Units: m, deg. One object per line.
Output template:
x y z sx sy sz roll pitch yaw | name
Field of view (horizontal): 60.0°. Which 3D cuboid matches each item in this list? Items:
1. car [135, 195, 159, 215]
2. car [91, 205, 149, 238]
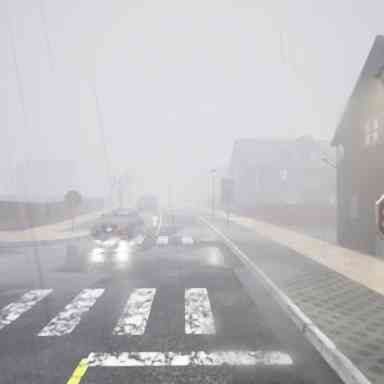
-4.716 1.310 35.250 2.150 2.045 5.566 0 0 -6 | car
-3.825 1.609 17.795 1.994 1.385 4.181 0 0 3 | car
